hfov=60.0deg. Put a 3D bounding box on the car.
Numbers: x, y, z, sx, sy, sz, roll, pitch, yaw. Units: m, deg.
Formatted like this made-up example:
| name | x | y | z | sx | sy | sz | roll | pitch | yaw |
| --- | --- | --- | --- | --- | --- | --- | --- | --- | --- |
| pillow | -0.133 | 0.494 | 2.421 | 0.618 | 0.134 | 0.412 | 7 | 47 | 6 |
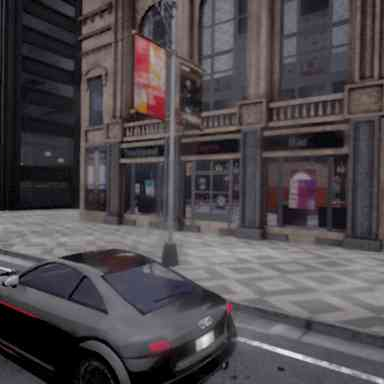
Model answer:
| name | x | y | z | sx | sy | sz | roll | pitch | yaw |
| --- | --- | --- | --- | --- | --- | --- | --- | --- | --- |
| car | -1.483 | 1.527 | 4.722 | 4.181 | 1.385 | 1.994 | 1 | 0 | 36 |
